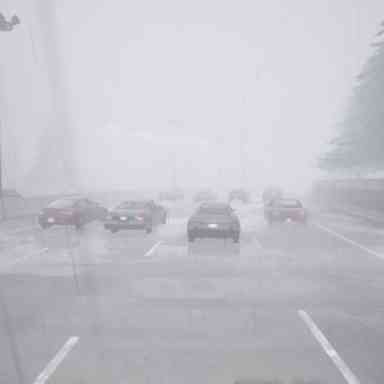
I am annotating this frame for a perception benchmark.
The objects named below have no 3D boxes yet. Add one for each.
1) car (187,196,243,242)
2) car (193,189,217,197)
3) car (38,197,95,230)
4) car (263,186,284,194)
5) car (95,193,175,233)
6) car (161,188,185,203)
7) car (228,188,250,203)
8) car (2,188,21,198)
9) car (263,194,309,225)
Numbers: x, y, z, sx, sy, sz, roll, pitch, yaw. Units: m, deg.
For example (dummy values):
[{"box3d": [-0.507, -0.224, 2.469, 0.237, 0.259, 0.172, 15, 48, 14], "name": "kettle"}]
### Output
[{"box3d": [0.952, 1.098, 13.776, 1.994, 1.385, 4.181, 0, 2, 6], "name": "car"}, {"box3d": [1.477, 0.370, 35.527, 1.994, 1.385, 4.181, 1, 2, 15], "name": "car"}, {"box3d": [-5.780, 0.959, 16.565, 1.812, 1.442, 4.674, 0, 2, 7], "name": "car"}, {"box3d": [8.612, 0.182, 35.054, 2.097, 1.767, 4.553, 1, 2, 15], "name": "car"}, {"box3d": [-2.413, 1.015, 15.661, 2.033, 1.411, 5.357, 0, 2, 7], "name": "car"}, {"box3d": [-2.165, 0.329, 35.485, 1.812, 1.442, 4.674, 0, 2, 14], "name": "car"}, {"box3d": [4.974, 0.329, 35.098, 1.837, 1.490, 4.892, 0, 2, 15], "name": "car"}, {"box3d": [-15.251, 0.476, 25.470, 2.097, 1.767, 4.553, 0, 2, 10], "name": "car"}, {"box3d": [5.013, 0.987, 18.329, 1.895, 1.301, 4.718, 0, 2, 8], "name": "car"}]
